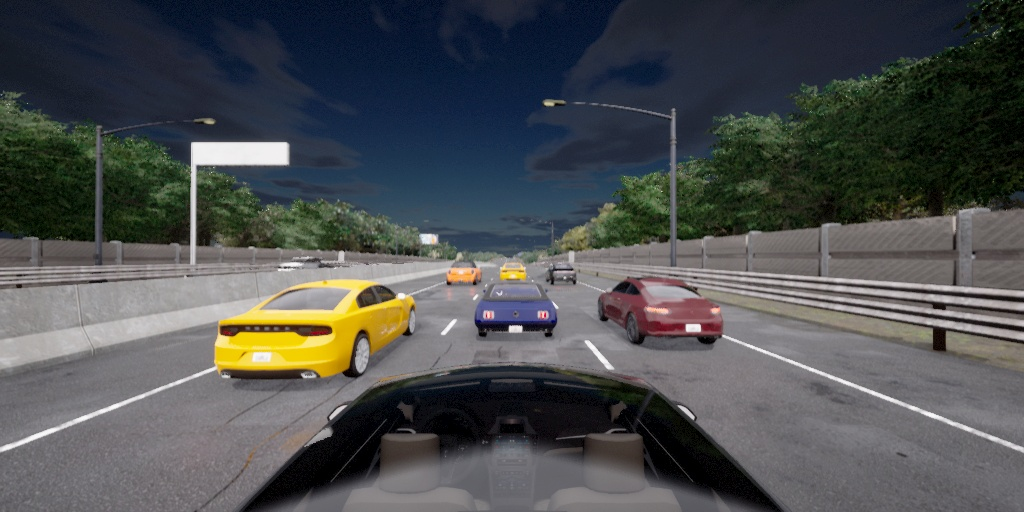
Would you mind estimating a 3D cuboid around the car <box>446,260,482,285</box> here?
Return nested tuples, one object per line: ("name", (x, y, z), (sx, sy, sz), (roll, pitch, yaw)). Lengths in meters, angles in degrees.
("car", (-3.430, 1.159, 26.406), (2.097, 1.767, 4.553), (0, 0, 1))

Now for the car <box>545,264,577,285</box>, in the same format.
("car", (3.578, 1.300, 26.721), (2.128, 1.511, 4.902), (0, 0, 0))

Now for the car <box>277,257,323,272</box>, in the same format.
("car", (-21.136, 1.101, 36.311), (2.150, 2.045, 5.566), (0, -1, 0))

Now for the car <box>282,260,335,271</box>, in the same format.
("car", (-17.633, 1.322, 31.820), (1.882, 1.535, 5.008), (0, -1, 0))

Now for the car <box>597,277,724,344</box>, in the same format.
("car", (3.592, 1.269, 9.411), (1.812, 1.442, 4.674), (0, 0, 0))

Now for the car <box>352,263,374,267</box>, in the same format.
("car", (-14.135, 1.385, 33.814), (1.812, 1.442, 4.674), (0, -1, 0))

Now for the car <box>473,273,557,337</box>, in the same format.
("car", (0.093, 1.344, 10.205), (1.895, 1.301, 4.718), (0, 0, 0))

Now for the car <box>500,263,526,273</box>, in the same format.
("car", (0.072, 1.294, 27.937), (1.882, 1.535, 5.008), (0, 0, 0))

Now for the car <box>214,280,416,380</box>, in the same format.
("car", (-3.406, 1.220, 7.357), (1.882, 1.535, 5.008), (0, 0, 0))
